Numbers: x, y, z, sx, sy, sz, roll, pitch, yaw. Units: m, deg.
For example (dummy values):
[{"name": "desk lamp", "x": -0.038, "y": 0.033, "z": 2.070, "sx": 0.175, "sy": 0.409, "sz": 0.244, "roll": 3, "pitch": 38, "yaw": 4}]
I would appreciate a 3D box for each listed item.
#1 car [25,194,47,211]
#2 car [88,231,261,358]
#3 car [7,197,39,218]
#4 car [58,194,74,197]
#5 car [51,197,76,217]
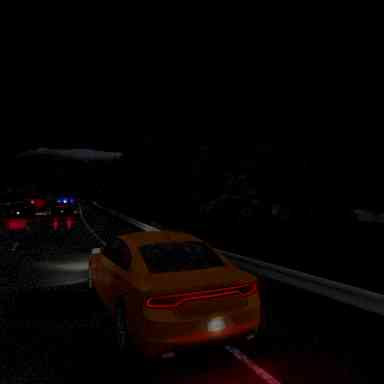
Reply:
[{"name": "car", "x": -18.825, "y": 1.221, "z": 39.941, "sx": 2.150, "sy": 2.045, "sz": 5.566, "roll": 0, "pitch": 0, "yaw": -19}, {"name": "car", "x": -0.746, "y": 1.478, "z": 6.315, "sx": 1.882, "sy": 1.535, "sz": 5.008, "roll": 0, "pitch": 0, "yaw": -25}, {"name": "car", "x": -15.348, "y": 1.505, "z": 30.064, "sx": 1.837, "sy": 1.490, "sz": 4.892, "roll": 0, "pitch": 0, "yaw": -20}, {"name": "car", "x": -15.667, "y": 1.221, "z": 41.355, "sx": 2.150, "sy": 2.045, "sz": 5.566, "roll": 0, "pitch": 0, "yaw": -19}, {"name": "car", "x": -12.183, "y": 1.492, "z": 31.479, "sx": 2.128, "sy": 1.511, "sz": 4.902, "roll": 0, "pitch": 0, "yaw": -19}]
